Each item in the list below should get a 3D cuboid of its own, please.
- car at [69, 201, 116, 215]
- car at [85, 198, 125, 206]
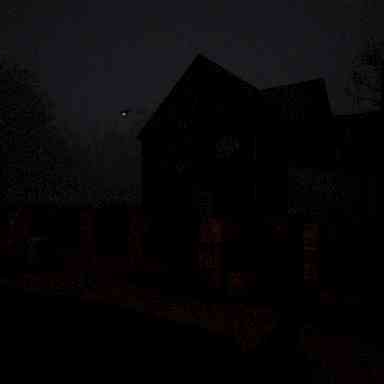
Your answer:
[{"bbox_3d":[-10.805,1.694,36.363,1.895,1.301,4.718,0,0,35],"label":"car"},{"bbox_3d":[-8.902,1.439,33.423,2.097,1.767,4.553,0,0,35],"label":"car"}]
